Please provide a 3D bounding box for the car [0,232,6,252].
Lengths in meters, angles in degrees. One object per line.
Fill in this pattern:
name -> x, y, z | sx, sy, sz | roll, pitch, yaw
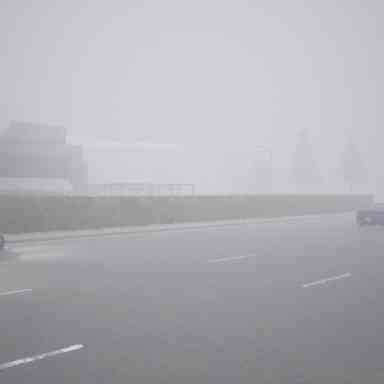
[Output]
car -> -8.569, 1.526, 10.548 | 4.674, 1.442, 1.812 | 0, 0, -36

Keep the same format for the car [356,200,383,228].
car -> 12.479, 1.477, 21.242 | 5.008, 1.535, 1.882 | 0, 0, -35
